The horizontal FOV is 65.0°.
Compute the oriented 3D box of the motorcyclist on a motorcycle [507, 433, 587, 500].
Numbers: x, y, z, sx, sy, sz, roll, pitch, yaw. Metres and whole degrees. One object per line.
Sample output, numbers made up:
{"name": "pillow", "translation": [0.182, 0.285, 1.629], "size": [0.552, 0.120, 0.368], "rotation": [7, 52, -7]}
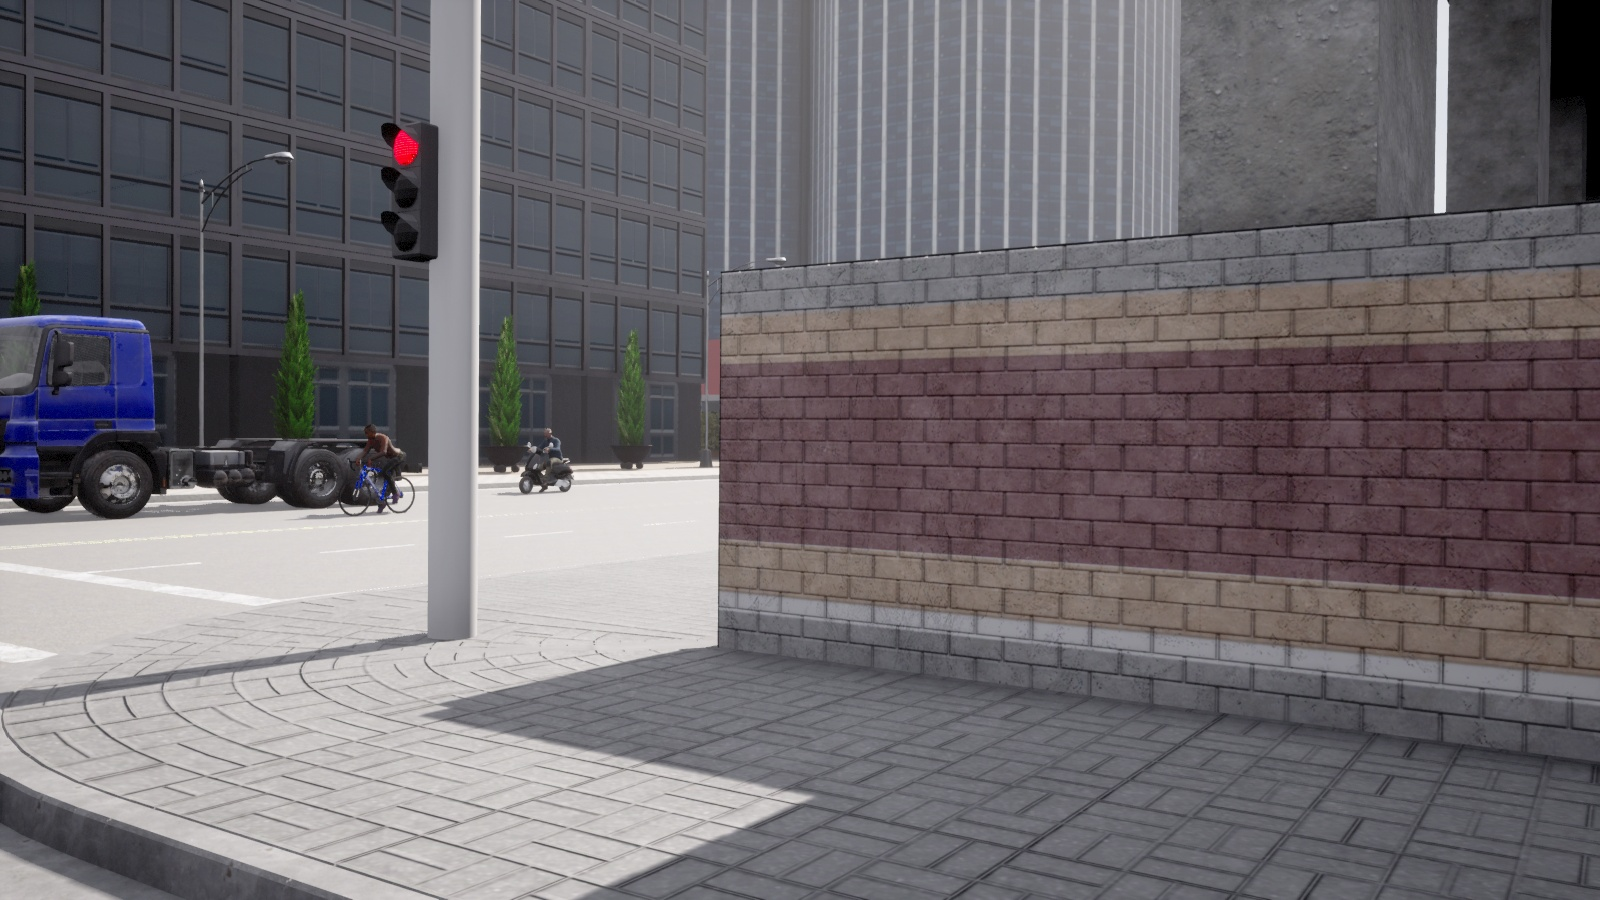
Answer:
{"name": "motorcyclist on a motorcycle", "translation": [-6.189, 0.376, 30.776], "size": [0.866, 1.590, 1.817], "rotation": [0, 1, 34]}

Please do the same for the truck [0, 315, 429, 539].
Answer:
{"name": "truck", "translation": [-11.092, -0.415, 23.453], "size": [2.891, 3.462, 7.936], "rotation": [0, 1, 34]}

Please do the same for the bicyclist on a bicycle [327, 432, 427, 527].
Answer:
{"name": "bicyclist on a bicycle", "translation": [-7.542, 0.501, 22.464], "size": [0.582, 1.620, 1.656], "rotation": [0, 1, 34]}
